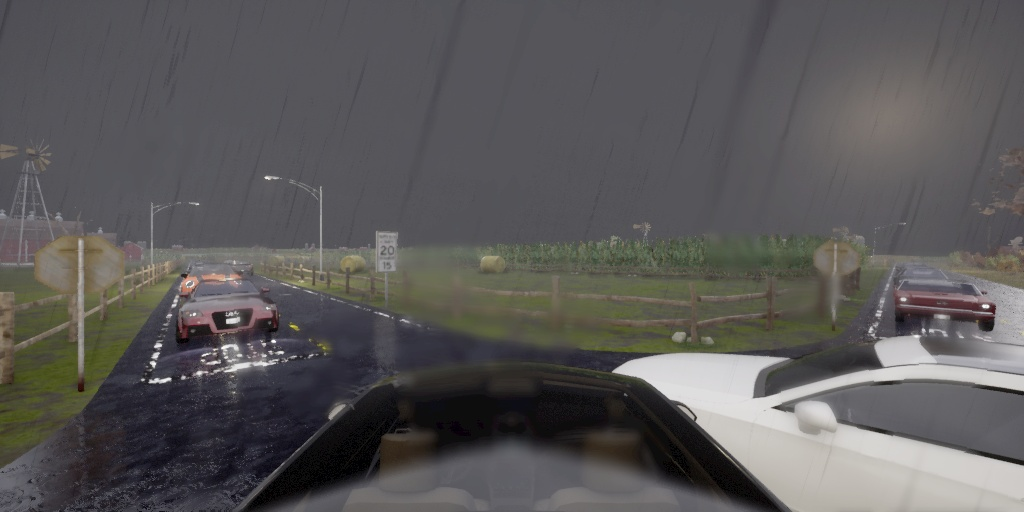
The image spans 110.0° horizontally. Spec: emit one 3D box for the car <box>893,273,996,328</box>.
[{"bbox_3d":[13.528,1.395,11.413,4.718,1.301,1.895,0,1,-43],"label":"car"}]

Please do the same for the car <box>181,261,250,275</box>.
[{"bbox_3d":[-13.702,1.137,16.446,2.097,1.767,4.553,0,0,-42],"label":"car"}]

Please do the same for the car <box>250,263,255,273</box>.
[{"bbox_3d":[-26.950,1.276,35.687,2.128,1.511,4.902,0,0,-41],"label":"car"}]

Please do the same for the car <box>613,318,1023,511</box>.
[{"bbox_3d":[2.840,1.294,2.360,1.812,1.442,4.674,0,1,-44],"label":"car"}]

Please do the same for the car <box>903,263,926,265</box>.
[{"bbox_3d":[27.371,1.394,24.218,4.181,1.385,1.994,0,1,-43],"label":"car"}]

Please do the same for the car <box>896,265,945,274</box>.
[{"bbox_3d":[20.611,1.358,17.970,5.357,1.411,2.033,0,1,-43],"label":"car"}]

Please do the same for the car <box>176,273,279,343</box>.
[{"bbox_3d":[-7.932,1.353,9.957,1.994,1.385,4.181,0,0,-42],"label":"car"}]
